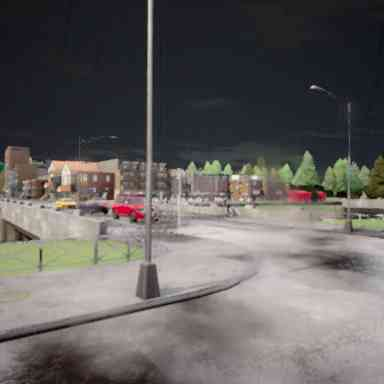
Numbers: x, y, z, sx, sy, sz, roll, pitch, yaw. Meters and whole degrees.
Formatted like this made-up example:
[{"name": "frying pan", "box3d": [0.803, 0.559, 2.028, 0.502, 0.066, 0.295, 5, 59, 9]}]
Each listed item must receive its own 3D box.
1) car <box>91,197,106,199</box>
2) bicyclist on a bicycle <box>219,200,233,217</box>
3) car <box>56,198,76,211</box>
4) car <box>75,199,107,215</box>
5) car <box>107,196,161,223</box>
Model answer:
[{"name": "car", "box3d": [-13.196, 1.497, 46.210, 2.097, 1.767, 4.553, 1, 0, -35]}, {"name": "bicyclist on a bicycle", "box3d": [3.124, 1.532, 30.584, 1.656, 1.620, 0.582, 0, 0, -36]}, {"name": "car", "box3d": [-16.299, 1.585, 43.391, 1.882, 1.535, 5.008, 1, 0, -35]}, {"name": "car", "box3d": [-10.362, 1.708, 35.018, 1.895, 1.301, 4.718, 1, 0, -35]}, {"name": "car", "box3d": [-4.635, 1.328, 27.001, 2.150, 2.045, 5.566, 1, 0, -36]}]
